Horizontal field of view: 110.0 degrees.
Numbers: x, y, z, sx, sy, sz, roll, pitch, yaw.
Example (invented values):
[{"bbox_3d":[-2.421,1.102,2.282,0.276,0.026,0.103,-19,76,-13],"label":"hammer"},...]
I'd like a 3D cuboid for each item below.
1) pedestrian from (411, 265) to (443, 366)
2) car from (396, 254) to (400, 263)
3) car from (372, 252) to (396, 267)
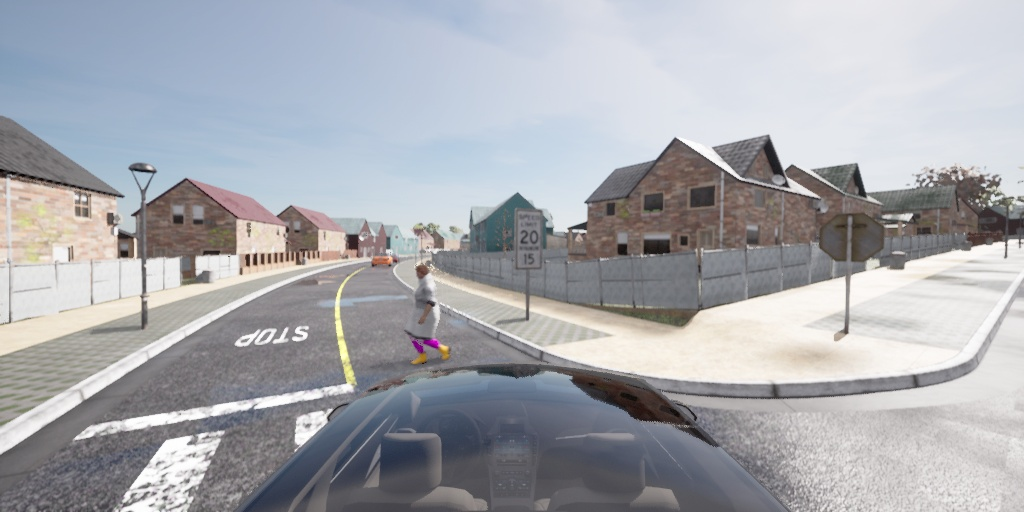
[{"bbox_3d":[-1.525,0.976,6.411,0.375,1.860,0.375,-1,2,-29],"label":"pedestrian"},{"bbox_3d":[-17.602,0.308,52.602,1.994,1.385,4.181,0,1,-11],"label":"car"},{"bbox_3d":[-15.502,0.339,42.990,2.097,1.767,4.553,0,1,-15],"label":"car"}]
